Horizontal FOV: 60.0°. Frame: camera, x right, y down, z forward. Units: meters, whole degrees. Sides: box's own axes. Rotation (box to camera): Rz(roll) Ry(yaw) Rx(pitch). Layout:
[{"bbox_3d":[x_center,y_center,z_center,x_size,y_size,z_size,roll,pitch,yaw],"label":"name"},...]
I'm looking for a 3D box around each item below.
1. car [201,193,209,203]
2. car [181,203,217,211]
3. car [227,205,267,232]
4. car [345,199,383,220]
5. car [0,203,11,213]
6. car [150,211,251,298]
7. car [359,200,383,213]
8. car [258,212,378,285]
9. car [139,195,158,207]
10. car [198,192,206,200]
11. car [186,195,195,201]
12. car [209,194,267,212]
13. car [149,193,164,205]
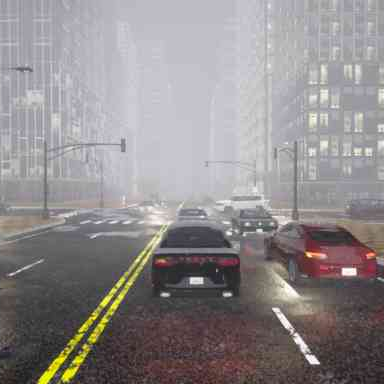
[{"bbox_3d":[3.142,1.473,64.704,1.812,1.442,4.674,0,0,0],"label":"car"},{"bbox_3d":[0.040,1.538,18.388,2.033,1.411,5.357,0,0,0],"label":"car"},{"bbox_3d":[3.291,1.591,18.451,1.895,1.301,4.718,0,0,0],"label":"car"},{"bbox_3d":[16.108,1.519,29.193,5.009,1.841,2.192,1,0,1],"label":"car"},{"bbox_3d":[-20.084,1.364,32.263,4.674,1.442,1.812,1,1,1],"label":"car"},{"bbox_3d":[0.069,1.474,8.567,1.882,1.535,5.008,0,0,0],"label":"car"},{"bbox_3d":[21.690,1.643,37.497,4.829,1.417,1.752,1,0,1],"label":"car"},{"bbox_3d":[3.321,1.521,9.332,1.812,1.442,4.674,0,0,0],"label":"car"},{"bbox_3d":[-6.753,1.528,50.662,1.994,1.385,4.181,0,0,0],"label":"car"},{"bbox_3d":[2.962,1.135,90.389,2.150,2.045,5.566,0,0,0],"label":"car"},{"bbox_3d":[-0.258,1.425,80.972,1.837,1.490,4.892,0,0,0],"label":"car"},{"bbox_3d":[4.951,1.254,34.005,5.566,2.045,2.150,1,0,-16],"label":"car"},{"bbox_3d":[-6.767,1.175,59.695,2.150,2.045,5.566,0,0,0],"label":"car"}]
